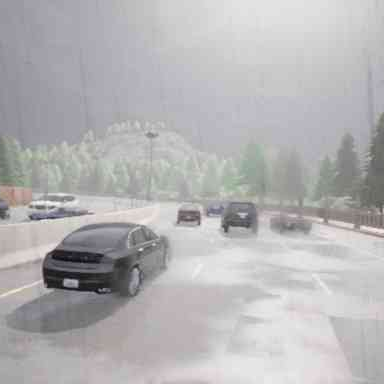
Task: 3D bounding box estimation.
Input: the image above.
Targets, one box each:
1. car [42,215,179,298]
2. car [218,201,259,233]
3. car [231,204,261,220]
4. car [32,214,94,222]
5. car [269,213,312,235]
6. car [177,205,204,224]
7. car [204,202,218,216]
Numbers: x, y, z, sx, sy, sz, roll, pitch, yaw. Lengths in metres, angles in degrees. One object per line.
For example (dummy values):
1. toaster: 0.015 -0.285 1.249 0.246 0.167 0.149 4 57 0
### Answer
1. car: -1.869 1.537 8.724 1.837 1.490 4.892 2 -1 10
2. car: 3.190 1.621 22.945 2.150 2.045 5.566 2 -1 2
3. car: 6.170 2.248 38.450 2.033 1.411 5.357 2 -1 -6
4. car: -7.594 1.544 20.011 1.895 1.301 4.718 2 -1 4
5. car: 6.707 2.139 23.163 1.895 1.301 4.718 2 -1 2
6. car: -0.239 1.802 27.962 1.882 1.535 5.008 2 -1 0
7. car: 2.535 1.917 39.169 2.097 1.767 4.553 2 -1 -6
